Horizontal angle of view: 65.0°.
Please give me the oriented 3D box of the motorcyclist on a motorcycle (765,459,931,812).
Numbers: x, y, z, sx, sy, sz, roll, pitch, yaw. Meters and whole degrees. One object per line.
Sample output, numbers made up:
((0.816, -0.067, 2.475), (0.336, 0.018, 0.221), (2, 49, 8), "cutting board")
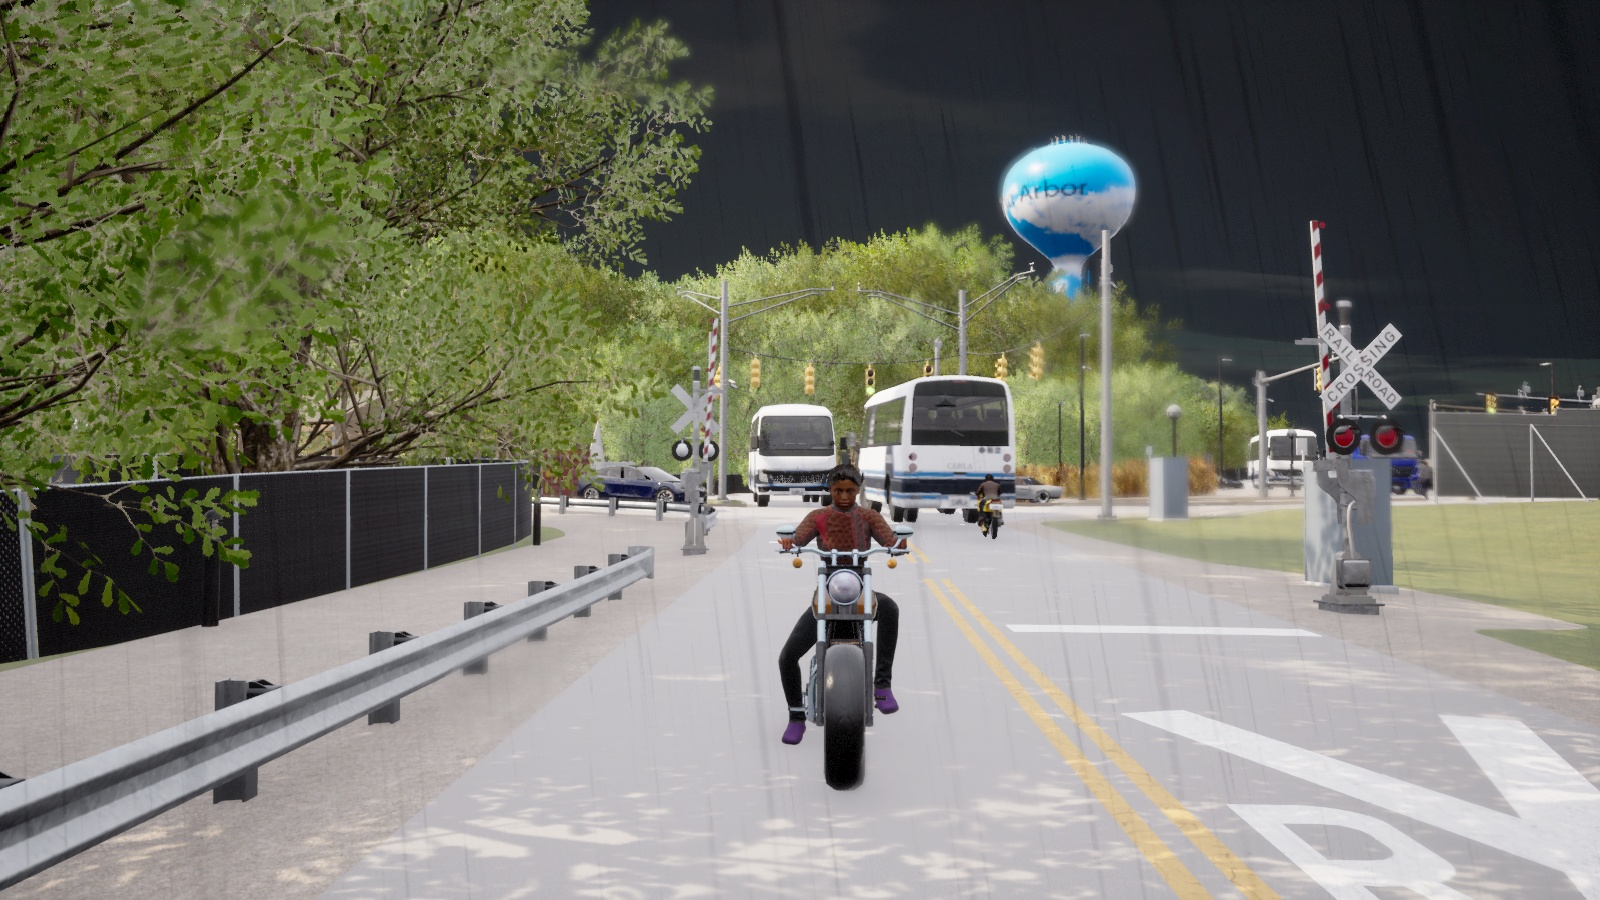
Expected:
((0.256, 0.884, 7.056), (0.766, 1.649, 2.350), (0, -1, 2), "motorcyclist on a motorcycle")

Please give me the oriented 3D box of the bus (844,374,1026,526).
((3.995, 0.050, 40.525), (3.944, 4.253, 10.273), (0, 0, -5), "bus")

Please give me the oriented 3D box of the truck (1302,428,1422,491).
((32.459, 0.592, 72.942), (2.891, 3.462, 7.936), (0, -1, -5), "truck")

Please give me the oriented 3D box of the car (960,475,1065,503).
((10.219, 1.853, 60.572), (4.718, 1.301, 1.895), (0, -1, -3), "car")

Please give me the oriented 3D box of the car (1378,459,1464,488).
((36.109, 1.366, 73.139), (2.152, 1.651, 5.027), (0, -1, -5), "car")

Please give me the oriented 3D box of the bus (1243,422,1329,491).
((33.072, 0.568, 85.928), (3.944, 4.253, 10.273), (0, -3, 12), "bus")

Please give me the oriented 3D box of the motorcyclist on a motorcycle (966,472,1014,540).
((4.412, 1.274, 29.243), (0.797, 1.523, 2.044), (1, -1, 0), "motorcyclist on a motorcycle")

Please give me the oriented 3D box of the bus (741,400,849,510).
((-0.415, 0.233, 54.423), (3.944, 4.253, 10.273), (0, 0, -4), "bus")

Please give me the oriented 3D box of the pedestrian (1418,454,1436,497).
((28.958, 1.178, 57.989), (0.423, 1.949, 0.788), (0, -3, 2), "pedestrian")

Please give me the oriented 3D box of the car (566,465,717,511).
((-5.460, 1.299, 43.211), (4.792, 1.488, 2.163), (0, -1, 28), "car")
